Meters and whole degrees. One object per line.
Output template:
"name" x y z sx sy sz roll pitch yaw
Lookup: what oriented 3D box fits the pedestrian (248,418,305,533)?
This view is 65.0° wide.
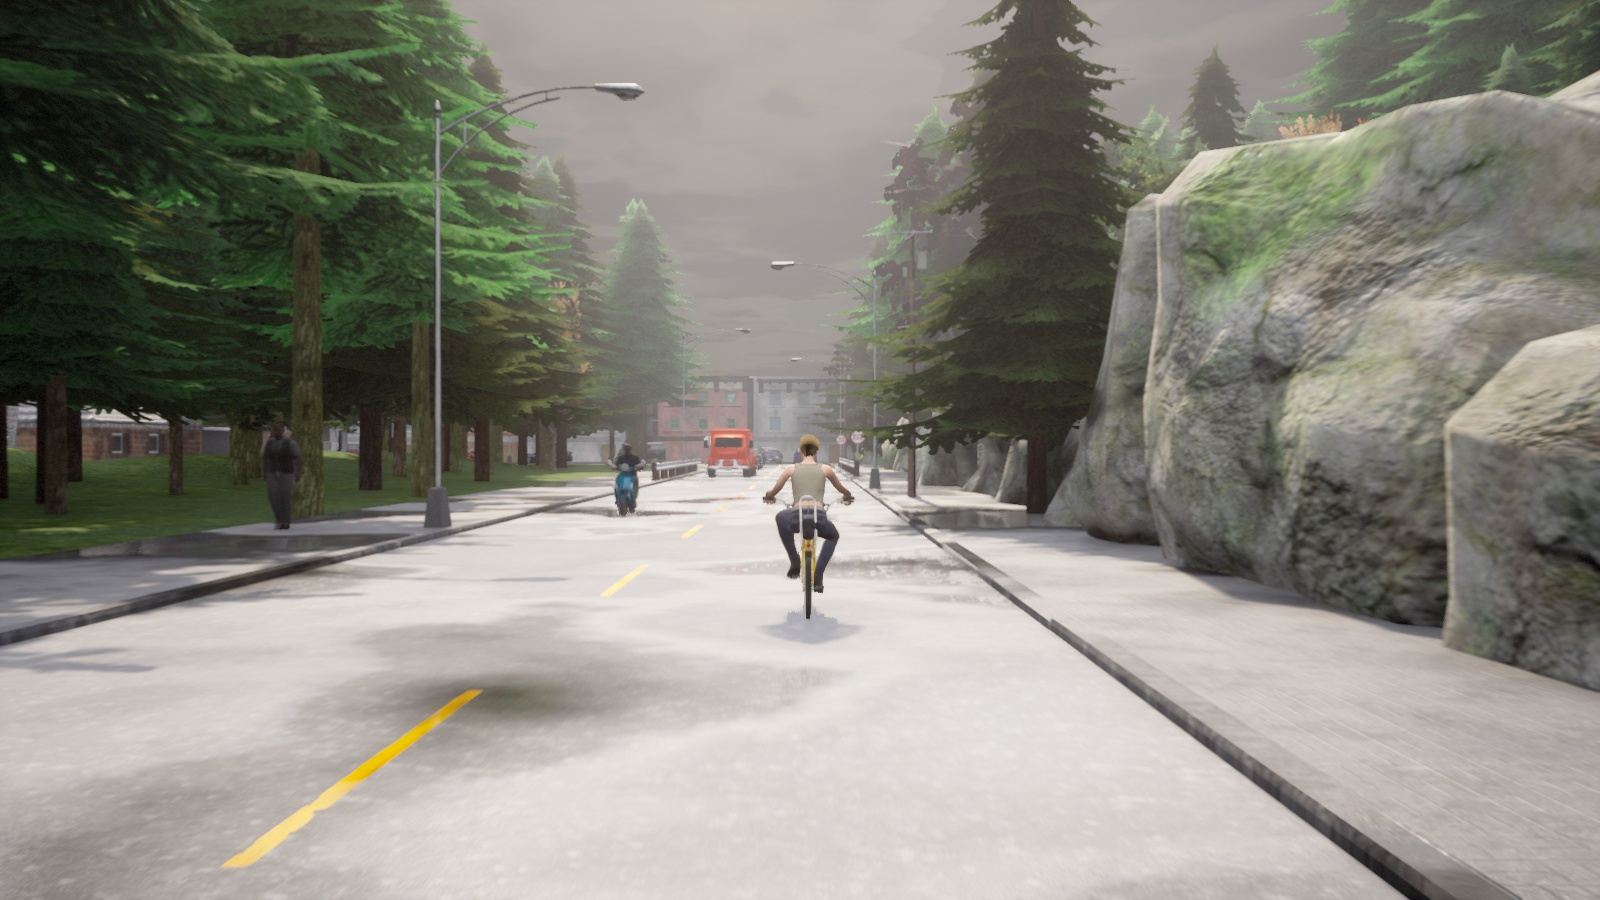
"pedestrian" -8.734 0.410 20.973 0.563 1.883 0.849 0 0 3

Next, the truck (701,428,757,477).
"truck" -3.636 0.137 65.679 2.627 2.467 5.204 0 0 0

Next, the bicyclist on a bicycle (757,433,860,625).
"bicyclist on a bicycle" 0.077 0.663 11.287 0.866 1.612 1.509 0 0 1

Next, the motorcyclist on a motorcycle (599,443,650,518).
"motorcyclist on a motorcycle" -3.825 0.645 27.482 0.866 1.590 1.817 0 0 0
